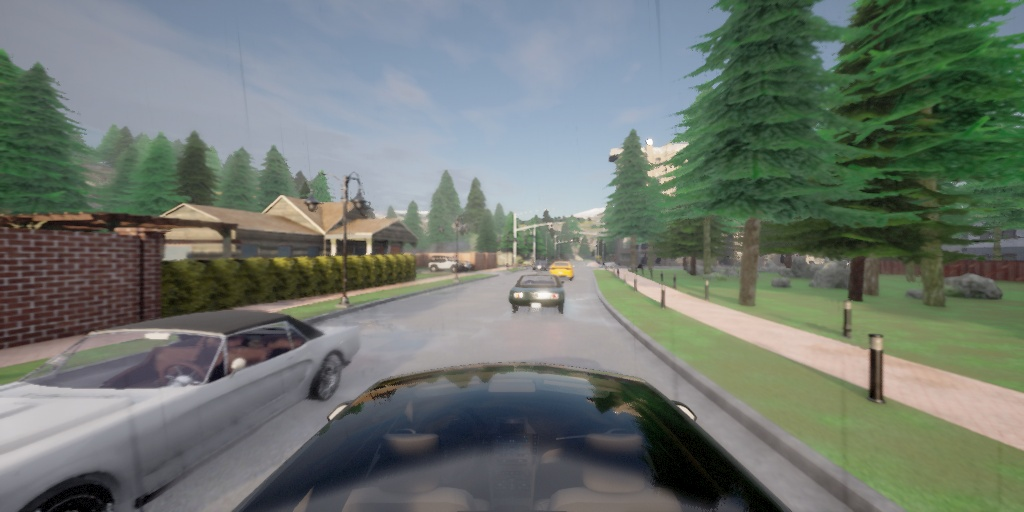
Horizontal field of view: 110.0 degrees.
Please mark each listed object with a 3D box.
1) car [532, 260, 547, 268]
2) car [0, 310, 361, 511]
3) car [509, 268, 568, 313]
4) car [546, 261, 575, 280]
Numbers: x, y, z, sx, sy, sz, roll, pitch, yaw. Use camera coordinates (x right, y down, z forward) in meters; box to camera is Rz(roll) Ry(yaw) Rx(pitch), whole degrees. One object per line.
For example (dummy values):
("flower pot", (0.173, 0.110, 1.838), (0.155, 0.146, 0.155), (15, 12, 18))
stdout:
("car", (3.797, 1.242, 45.993), (2.128, 1.511, 4.902), (0, 0, 12))
("car", (-3.464, 1.335, 3.634), (1.895, 1.301, 4.718), (0, 0, 2))
("car", (1.108, 1.341, 13.996), (1.895, 1.301, 4.718), (0, 0, 8))
("car", (4.406, 1.211, 31.315), (1.882, 1.535, 5.008), (0, 0, 12))
